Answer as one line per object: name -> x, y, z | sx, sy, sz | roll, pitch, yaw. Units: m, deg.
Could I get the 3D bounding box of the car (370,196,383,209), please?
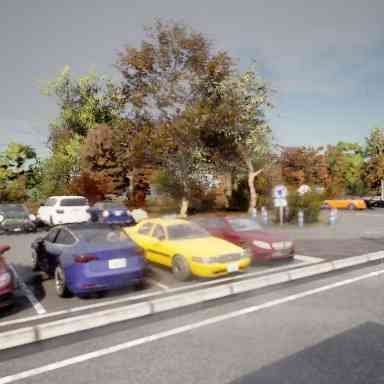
car -> 20.014, 1.337, 40.775 | 2.097, 1.535, 5.008 | 0, 0, -35

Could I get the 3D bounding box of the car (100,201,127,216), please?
car -> -5.902, 1.410, 22.801 | 2.185, 1.767, 4.553 | 0, 0, -35

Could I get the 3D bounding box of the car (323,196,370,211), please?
car -> 17.822, 1.216, 39.200 | 2.185, 1.767, 4.553 | 0, 0, -35

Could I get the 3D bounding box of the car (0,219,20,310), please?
car -> -5.181, 1.573, 7.326 | 2.002, 1.452, 4.674 | 0, 0, -35

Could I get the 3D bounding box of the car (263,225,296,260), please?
car -> 1.510, 1.576, 12.079 | 2.002, 1.452, 4.674 | 0, -1, -35

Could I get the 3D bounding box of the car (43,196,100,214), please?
car -> -8.209, 1.284, 21.240 | 2.435, 2.045, 5.566 | 0, 0, -35

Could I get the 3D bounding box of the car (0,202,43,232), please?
car -> -10.586, 1.408, 19.561 | 2.185, 1.767, 4.553 | 0, 0, -35

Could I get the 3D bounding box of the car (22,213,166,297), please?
car -> -2.925, 1.563, 8.956 | 2.163, 1.488, 4.792 | 0, 0, -35

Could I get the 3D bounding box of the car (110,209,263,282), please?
car -> -0.530, 1.532, 10.389 | 1.946, 1.575, 5.366 | 0, 0, -35
